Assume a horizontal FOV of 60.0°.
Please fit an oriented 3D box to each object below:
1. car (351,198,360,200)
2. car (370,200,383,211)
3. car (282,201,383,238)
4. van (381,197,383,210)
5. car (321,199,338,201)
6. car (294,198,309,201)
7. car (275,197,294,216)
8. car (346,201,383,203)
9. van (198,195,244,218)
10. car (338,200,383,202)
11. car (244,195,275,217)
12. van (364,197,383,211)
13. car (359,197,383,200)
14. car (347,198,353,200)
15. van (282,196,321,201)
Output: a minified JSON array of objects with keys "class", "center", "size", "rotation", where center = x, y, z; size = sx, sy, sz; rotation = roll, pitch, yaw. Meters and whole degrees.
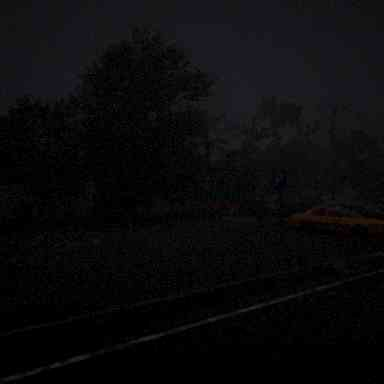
[{"class":"car","center":[18.207,1.787,41.316],"size":[2.097,1.535,5.008],"rotation":[1,-1,-35]},{"class":"car","center":[29.476,2.024,49.364],"size":[2.097,1.535,5.008],"rotation":[1,-1,-35]},{"class":"car","center":[7.685,1.451,17.526],"size":[1.946,1.575,5.366],"rotation":[1,0,-35]},{"class":"van","center":[31.683,1.859,50.789],"size":[1.878,1.987,4.442],"rotation":[2,-1,-35]},{"class":"car","center":[13.713,1.567,38.079],"size":[2.185,1.767,4.553],"rotation":[1,-1,-35]},{"class":"car","center":[9.186,1.599,34.881],"size":[2.231,1.521,4.892],"rotation":[1,-1,-35]},{"class":"car","center":[7.037,1.549,33.130],"size":[1.946,1.575,5.366],"rotation":[1,-1,-35]},{"class":"car","center":[9.828,1.478,19.290],"size":[2.231,1.521,4.892],"rotation":[1,0,-35]},{"class":"van","center":[2.255,1.252,30.092],"size":[1.878,1.987,4.442],"rotation":[1,0,-35]},{"class":"car","center":[12.085,1.509,20.900],"size":[2.097,1.535,5.008],"rotation":[1,-1,-35]},{"class":"car","center":[4.662,1.259,31.698],"size":[2.435,2.045,5.566],"rotation":[1,0,-35]},{"class":"van","center":[27.295,1.751,47.659],"size":[1.878,1.987,4.442],"rotation":[1,-1,-35]},{"class":"car","center":[14.333,1.424,22.533],"size":[2.185,1.767,4.553],"rotation":[1,-1,-35]},{"class":"car","center":[15.849,1.737,39.634],"size":[2.097,1.535,5.008],"rotation":[1,-1,-35]},{"class":"van","center":[11.373,1.419,36.592],"size":[1.878,1.987,4.442],"rotation":[1,-1,-35]}]
